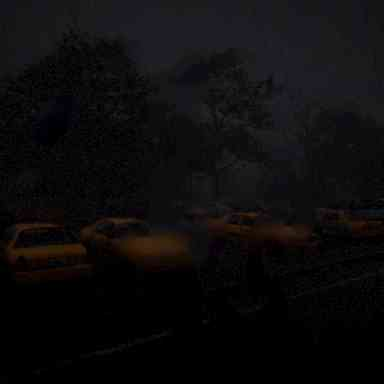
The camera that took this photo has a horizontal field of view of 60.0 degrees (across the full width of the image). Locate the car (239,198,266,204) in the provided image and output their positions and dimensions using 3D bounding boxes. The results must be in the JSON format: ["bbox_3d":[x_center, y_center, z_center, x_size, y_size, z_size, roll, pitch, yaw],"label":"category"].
[{"bbox_3d":[4.101,1.612,30.943,2.163,1.488,4.792,0,0,-35],"label":"car"}]

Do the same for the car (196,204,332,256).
[{"bbox_3d":[2.666,1.520,13.722,1.946,1.575,5.366,0,0,-35],"label":"car"}]

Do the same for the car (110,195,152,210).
[{"bbox_3d":[-4.979,1.268,24.597,2.435,2.045,5.566,0,0,-35],"label":"car"}]

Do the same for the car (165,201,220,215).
[{"bbox_3d":[-0.333,1.548,27.618,1.946,1.575,5.366,0,0,-35],"label":"car"}]

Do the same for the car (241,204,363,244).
[{"bbox_3d":[4.823,1.540,15.480,2.231,1.521,4.892,0,0,-35],"label":"car"}]

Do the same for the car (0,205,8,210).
[{"bbox_3d":[-11.868,1.509,19.729,2.163,1.488,4.792,0,0,-35],"label":"car"}]

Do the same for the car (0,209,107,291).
[{"bbox_3d":[-4.347,1.481,9.219,1.946,1.575,5.366,0,0,-35],"label":"car"}]

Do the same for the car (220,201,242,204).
[{"bbox_3d":[1.824,1.607,29.366,2.002,1.452,4.674,0,0,-35],"label":"car"}]

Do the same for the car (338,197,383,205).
[{"bbox_3d":[9.346,1.320,18.704,2.435,2.045,5.566,0,0,-35],"label":"car"}]

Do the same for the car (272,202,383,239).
[{"bbox_3d":[6.986,1.552,17.229,1.946,1.575,5.366,0,0,-35],"label":"car"}]

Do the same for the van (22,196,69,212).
[{"bbox_3d":[-9.655,1.263,21.400,1.878,1.987,4.442,0,0,-35],"label":"van"}]

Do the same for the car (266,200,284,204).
[{"bbox_3d":[6.227,1.472,32.520,2.185,1.767,4.553,0,0,-35],"label":"car"}]

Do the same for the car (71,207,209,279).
[{"bbox_3d":[-1.967,1.490,10.448,1.946,1.575,5.366,0,0,-35],"label":"car"}]

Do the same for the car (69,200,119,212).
[{"bbox_3d":[-7.209,1.533,22.951,2.163,1.488,4.792,0,0,-35],"label":"car"}]
